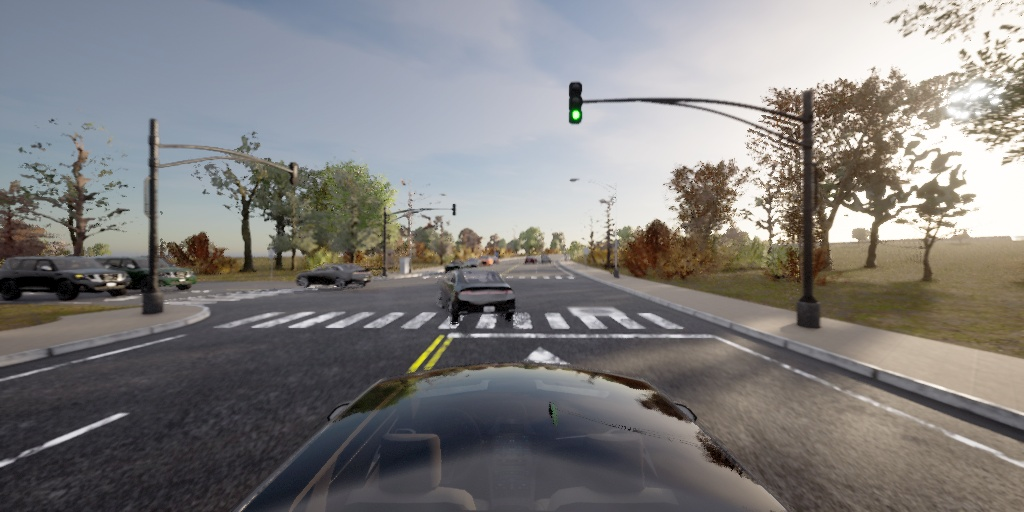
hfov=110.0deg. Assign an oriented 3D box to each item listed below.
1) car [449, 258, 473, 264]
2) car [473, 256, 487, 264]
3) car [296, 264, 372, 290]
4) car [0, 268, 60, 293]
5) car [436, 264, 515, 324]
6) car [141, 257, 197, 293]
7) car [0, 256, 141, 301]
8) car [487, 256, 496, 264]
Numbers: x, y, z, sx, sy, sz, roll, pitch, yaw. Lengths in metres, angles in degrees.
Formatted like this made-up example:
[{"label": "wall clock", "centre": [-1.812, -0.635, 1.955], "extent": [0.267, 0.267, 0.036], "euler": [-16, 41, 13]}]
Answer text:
[{"label": "car", "centre": [-5.660, 1.122, 37.483], "extent": [1.895, 1.301, 4.718], "euler": [0, 0, 4]}, {"label": "car", "centre": [-5.046, 1.000, 47.141], "extent": [2.033, 1.411, 5.357], "euler": [0, 0, 4]}, {"label": "car", "centre": [-11.069, 1.232, 22.259], "extent": [4.902, 1.511, 2.128], "euler": [-1, -1, 19]}, {"label": "car", "centre": [-31.615, 1.464, 22.247], "extent": [5.357, 1.411, 2.033], "euler": [-1, 0, 9]}, {"label": "car", "centre": [-1.320, 1.176, 11.817], "extent": [2.128, 1.511, 4.902], "euler": [0, 0, -17]}, {"label": "car", "centre": [-21.370, 1.044, 20.692], "extent": [5.566, 2.045, 2.150], "euler": [-1, 0, 9]}, {"label": "car", "centre": [-21.770, 1.032, 17.465], "extent": [5.566, 2.045, 2.150], "euler": [-1, 0, 9]}, {"label": "car", "centre": [-4.296, 0.730, 56.861], "extent": [2.097, 1.767, 4.553], "euler": [0, 0, 5]}]
